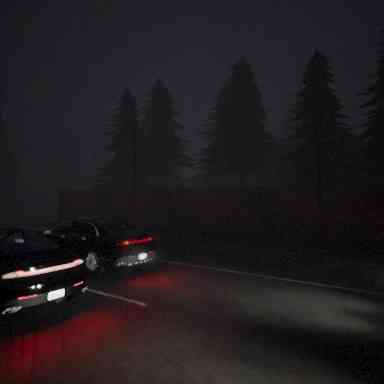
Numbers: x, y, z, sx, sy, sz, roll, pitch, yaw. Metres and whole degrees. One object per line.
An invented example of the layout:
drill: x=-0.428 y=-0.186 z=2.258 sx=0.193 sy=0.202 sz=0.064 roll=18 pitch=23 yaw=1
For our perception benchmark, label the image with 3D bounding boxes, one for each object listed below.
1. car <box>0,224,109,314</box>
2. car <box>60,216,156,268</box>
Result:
car: x=-4.273 y=1.530 z=7.054 sx=4.902 sy=1.511 sz=2.128 roll=0 pitch=0 yaw=36
car: x=-3.343 y=1.550 z=10.691 sx=4.892 sy=1.490 sz=1.837 roll=0 pitch=0 yaw=36
